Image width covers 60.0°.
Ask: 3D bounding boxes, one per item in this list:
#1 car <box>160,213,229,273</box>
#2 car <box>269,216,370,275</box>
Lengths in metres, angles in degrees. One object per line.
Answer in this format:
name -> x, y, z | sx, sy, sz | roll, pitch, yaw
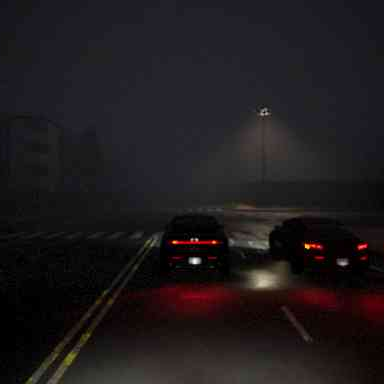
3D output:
car -> 0.061, 1.435, 10.436 | 1.837, 1.490, 4.892 | 0, -1, 0
car -> 3.613, 1.461, 10.137 | 1.812, 1.442, 4.674 | 0, 0, 2
